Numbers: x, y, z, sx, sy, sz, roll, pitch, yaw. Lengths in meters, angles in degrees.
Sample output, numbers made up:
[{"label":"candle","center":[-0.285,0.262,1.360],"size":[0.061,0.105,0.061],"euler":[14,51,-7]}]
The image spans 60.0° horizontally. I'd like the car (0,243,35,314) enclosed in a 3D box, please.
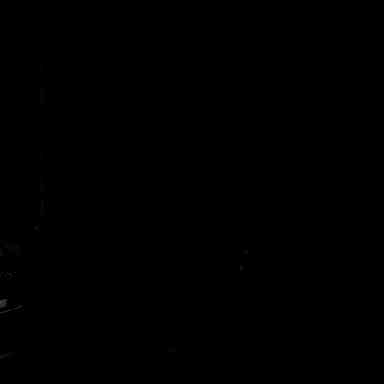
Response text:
[{"label":"car","center":[-4.814,1.543,6.513],"size":[4.403,1.369,2.008],"euler":[0,0,36]}]
